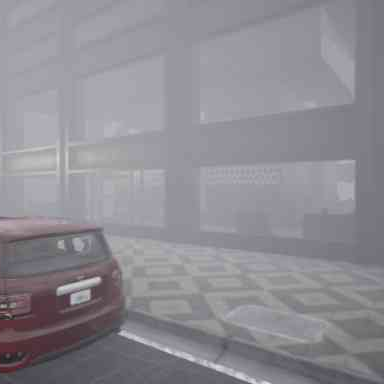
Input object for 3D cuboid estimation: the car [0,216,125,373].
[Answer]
[{"bbox_3d":[-3.247,1.306,5.284,5.009,1.841,2.192,0,0,36],"label":"car"}]
